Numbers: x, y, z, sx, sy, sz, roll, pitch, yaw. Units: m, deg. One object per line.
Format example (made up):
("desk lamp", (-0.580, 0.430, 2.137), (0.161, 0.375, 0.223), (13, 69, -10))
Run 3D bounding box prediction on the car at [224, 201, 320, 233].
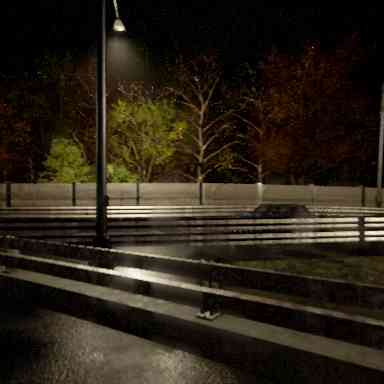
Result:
("car", (3.906, 1.367, 16.647), (4.553, 1.767, 2.097), (0, 0, -10))
